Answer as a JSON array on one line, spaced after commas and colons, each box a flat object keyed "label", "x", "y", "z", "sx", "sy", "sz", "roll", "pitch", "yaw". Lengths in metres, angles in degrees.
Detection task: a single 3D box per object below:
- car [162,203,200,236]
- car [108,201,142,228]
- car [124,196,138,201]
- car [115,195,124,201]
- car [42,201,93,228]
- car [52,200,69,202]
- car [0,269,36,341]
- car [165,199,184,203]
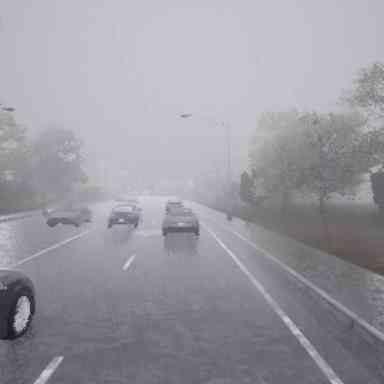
[{"label": "car", "x": -0.650, "y": 1.568, "z": 18.670, "sx": 1.994, "sy": 1.385, "sz": 4.181, "roll": 0, "pitch": 0, "yaw": -3}, {"label": "car", "x": -4.369, "y": 1.535, "z": 22.169, "sx": 1.812, "sy": 1.442, "sz": 4.674, "roll": 0, "pitch": 0, "yaw": -4}, {"label": "car", "x": -11.092, "y": 1.547, "z": 62.439, "sx": 1.812, "sy": 1.442, "sz": 4.674, "roll": 0, "pitch": 0, "yaw": -4}, {"label": "car", "x": -15.295, "y": 1.506, "z": 71.646, "sx": 1.882, "sy": 1.535, "sz": 5.008, "roll": 0, "pitch": 0, "yaw": -4}, {"label": "car", "x": -8.102, "y": 1.563, "z": 22.596, "sx": 2.033, "sy": 1.411, "sz": 5.357, "roll": 0, "pitch": 0, "yaw": -4}, {"label": "car", "x": -12.210, "y": 1.513, "z": 30.725, "sx": 2.128, "sy": 1.511, "sz": 4.902, "roll": 0, "pitch": 0, "yaw": -4}, {"label": "car", "x": -3.510, "y": 1.512, "z": 3.657, "sx": 1.837, "sy": 1.490, "sz": 4.892, "roll": 0, "pitch": 0, "yaw": -1}, {"label": "car", "x": -1.899, "y": 1.498, "z": 36.046, "sx": 2.128, "sy": 1.511, "sz": 4.902, "roll": 0, "pitch": 0, "yaw": -4}]
